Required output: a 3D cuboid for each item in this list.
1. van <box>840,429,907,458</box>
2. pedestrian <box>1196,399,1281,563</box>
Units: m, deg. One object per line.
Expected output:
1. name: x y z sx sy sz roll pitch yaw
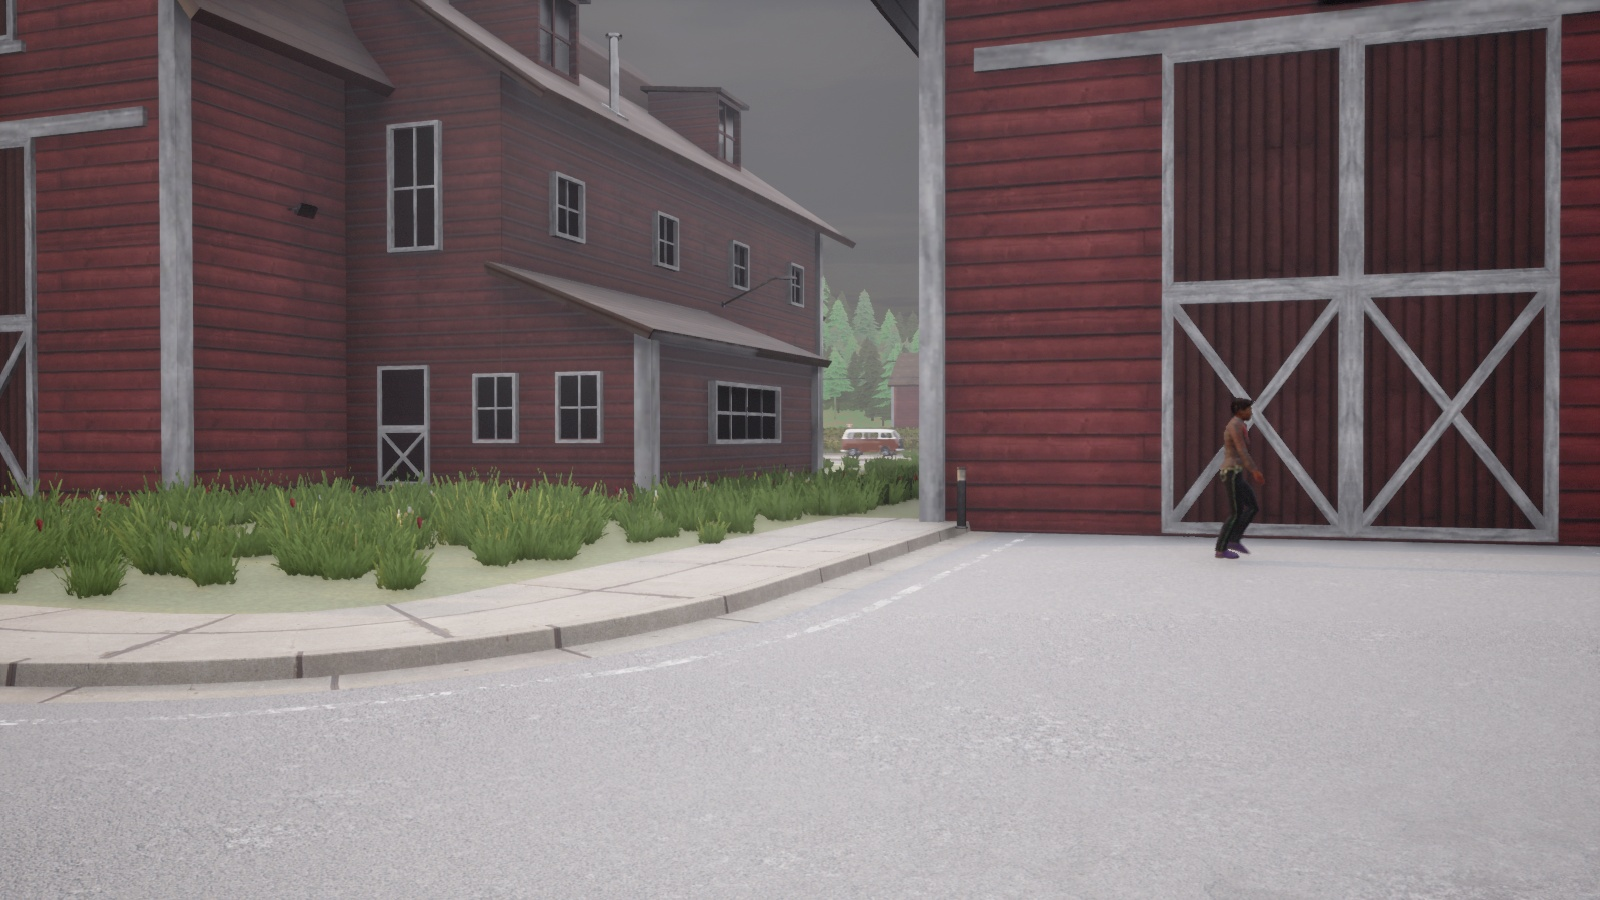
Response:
1. van: 5.356 -0.484 91.436 4.480 2.038 2.069 0 1 19
2. pedestrian: 4.905 0.334 14.084 0.869 1.805 0.328 1 1 16
